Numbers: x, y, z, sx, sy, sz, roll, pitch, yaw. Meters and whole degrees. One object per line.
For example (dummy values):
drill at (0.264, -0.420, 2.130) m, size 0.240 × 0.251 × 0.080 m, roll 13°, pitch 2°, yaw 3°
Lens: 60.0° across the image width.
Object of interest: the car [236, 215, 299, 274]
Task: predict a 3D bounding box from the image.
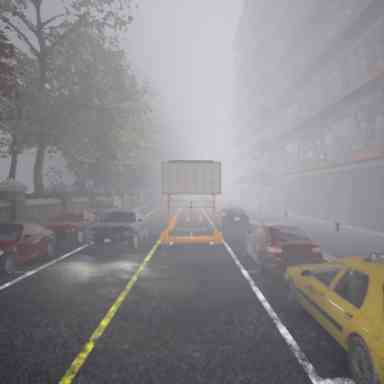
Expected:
car at (2.672, 1.610, 10.408) m, size 1.802 × 1.307 × 4.206 m, roll 0°, pitch 0°, yaw 0°

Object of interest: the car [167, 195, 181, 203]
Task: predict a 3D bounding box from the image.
car at (-3.102, 1.121, 56.137) m, size 2.150 × 2.045 × 5.566 m, roll 0°, pitch 0°, yaw 0°

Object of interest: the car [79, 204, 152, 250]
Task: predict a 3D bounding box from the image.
car at (-3.126, 1.519, 14.742) m, size 1.882 × 1.535 × 5.008 m, roll 0°, pitch 0°, yaw 0°

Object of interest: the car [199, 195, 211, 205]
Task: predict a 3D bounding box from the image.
car at (2.567, 1.534, 66.711) m, size 2.192 × 1.841 × 5.009 m, roll 0°, pitch 0°, yaw 0°

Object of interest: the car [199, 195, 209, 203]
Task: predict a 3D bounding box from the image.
car at (2.588, 1.720, 55.451) m, size 1.887 × 1.381 × 4.507 m, roll 0°, pitch 0°, yaw 0°

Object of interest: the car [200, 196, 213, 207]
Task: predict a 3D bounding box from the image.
car at (2.599, 1.698, 49.820) m, size 1.887 × 1.381 × 4.507 m, roll 0°, pitch 0°, yaw 0°

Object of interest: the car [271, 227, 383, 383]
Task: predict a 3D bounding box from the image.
car at (2.682, 1.538, 4.947) m, size 1.752 × 1.417 × 4.829 m, roll 0°, pitch 0°, yaw 0°

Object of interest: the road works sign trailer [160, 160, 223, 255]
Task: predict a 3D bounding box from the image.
road works sign trailer at (-0.023, 0.501, 13.428) m, size 2.380 × 3.560 × 2.880 m, roll 0°, pitch 0°, yaw 0°

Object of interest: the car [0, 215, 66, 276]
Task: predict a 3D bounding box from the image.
car at (-5.709, 1.611, 10.392) m, size 1.802 × 1.307 × 4.206 m, roll 0°, pitch 0°, yaw 0°

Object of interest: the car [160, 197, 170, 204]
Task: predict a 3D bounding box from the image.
car at (-5.822, 1.792, 72.325) m, size 2.008 × 1.369 × 4.403 m, roll 0°, pitch 0°, yaw 0°

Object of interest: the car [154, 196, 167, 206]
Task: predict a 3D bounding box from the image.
car at (-5.803, 1.638, 61.064) m, size 1.967 × 1.590 × 4.097 m, roll 0°, pitch 0°, yaw 0°

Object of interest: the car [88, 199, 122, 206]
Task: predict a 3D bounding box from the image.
car at (-5.729, 1.376, 21.655) m, size 2.192 × 1.841 × 5.009 m, roll 0°, pitch 0°, yaw 0°

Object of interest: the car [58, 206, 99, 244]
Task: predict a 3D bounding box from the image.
car at (-5.719, 1.590, 16.022) m, size 1.887 × 1.381 × 4.507 m, roll 0°, pitch 0°, yaw 0°

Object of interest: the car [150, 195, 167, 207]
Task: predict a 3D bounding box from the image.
car at (-5.792, 1.616, 55.435) m, size 1.967 × 1.590 × 4.097 m, roll 0°, pitch 0°, yaw 0°

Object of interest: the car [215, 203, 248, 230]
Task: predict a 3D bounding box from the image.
car at (2.651, 1.626, 21.670) m, size 1.947 × 1.339 × 4.313 m, roll 0°, pitch 0°, yaw 0°

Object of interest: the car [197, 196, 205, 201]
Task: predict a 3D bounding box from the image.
car at (2.516, 1.902, 94.862) m, size 1.947 × 1.339 × 4.313 m, roll 0°, pitch 0°, yaw 0°

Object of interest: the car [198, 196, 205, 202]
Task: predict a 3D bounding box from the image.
car at (2.526, 1.751, 89.231) m, size 1.967 × 1.590 × 4.097 m, roll 0°, pitch 0°, yaw 0°

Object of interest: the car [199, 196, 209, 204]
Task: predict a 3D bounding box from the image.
car at (2.557, 1.681, 72.341) m, size 1.967 × 1.590 × 4.097 m, roll 0°, pitch 0°, yaw 0°
